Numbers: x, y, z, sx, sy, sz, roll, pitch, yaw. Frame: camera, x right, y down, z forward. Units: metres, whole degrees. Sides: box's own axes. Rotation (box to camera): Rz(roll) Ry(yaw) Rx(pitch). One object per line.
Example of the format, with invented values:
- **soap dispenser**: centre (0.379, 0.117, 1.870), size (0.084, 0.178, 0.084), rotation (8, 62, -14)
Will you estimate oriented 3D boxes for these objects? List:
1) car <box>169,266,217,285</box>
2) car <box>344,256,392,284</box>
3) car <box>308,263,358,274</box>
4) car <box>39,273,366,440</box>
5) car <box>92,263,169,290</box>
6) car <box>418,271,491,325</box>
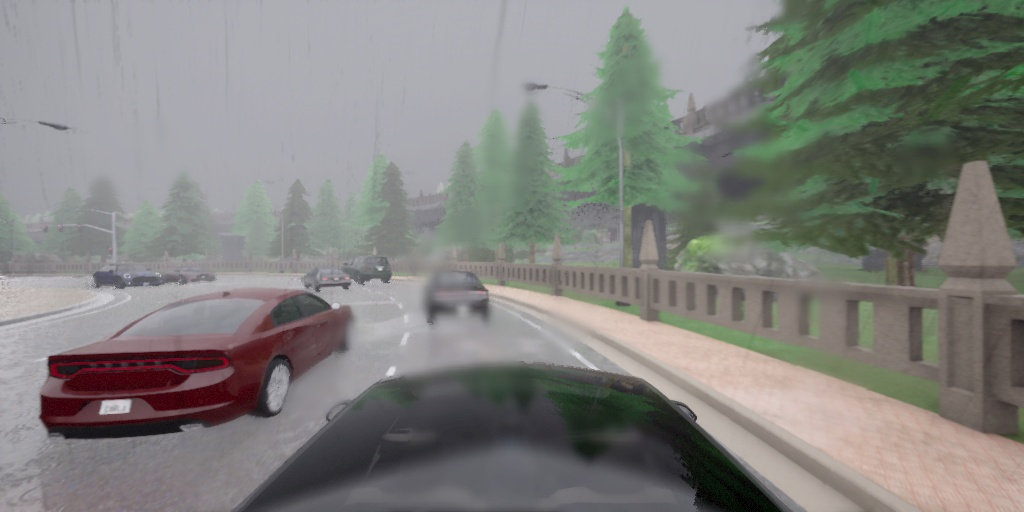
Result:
- **car**: centre (-25.003, 1.493, 27.782), size (4.181, 1.385, 1.994), rotation (0, 0, 23)
- **car**: centre (-11.103, 1.032, 26.943), size (2.150, 2.045, 5.566), rotation (0, 0, -45)
- **car**: centre (-11.679, 1.369, 22.480), size (2.033, 1.411, 5.357), rotation (0, 0, -40)
- **car**: centre (-4.077, 1.257, 5.831), size (1.882, 1.535, 5.008), rotation (0, 0, -8)
- **car**: centre (-26.278, 1.297, 24.558), size (4.553, 1.767, 2.097), rotation (0, 0, 22)
- **car**: centre (-2.017, 1.244, 11.996), size (2.128, 1.511, 4.902), rotation (0, 0, -17)
